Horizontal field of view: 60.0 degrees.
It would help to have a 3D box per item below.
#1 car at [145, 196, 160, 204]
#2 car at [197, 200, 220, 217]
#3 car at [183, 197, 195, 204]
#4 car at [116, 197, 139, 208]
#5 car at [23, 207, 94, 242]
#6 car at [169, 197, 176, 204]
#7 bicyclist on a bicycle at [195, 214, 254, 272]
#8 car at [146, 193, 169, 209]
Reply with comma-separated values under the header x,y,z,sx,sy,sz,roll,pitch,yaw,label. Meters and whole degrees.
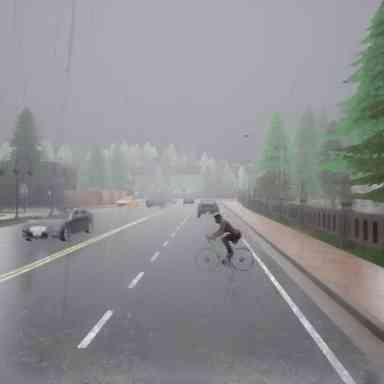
x,y,z,sx,sy,sz,roll,pitch,yaw,label
-7.543,1.538,64.227,2.033,1.411,5.357,0,0,3,car
1.519,1.500,31.178,1.837,1.490,4.892,0,0,3,car
-0.520,1.592,61.725,1.895,1.301,4.718,0,0,3,car
-9.023,1.470,47.001,1.882,1.535,5.008,0,0,11,car
-6.364,1.490,16.398,2.128,1.511,4.902,0,0,3,car
-4.110,1.591,63.135,1.895,1.301,4.718,0,0,3,car
0.901,1.440,9.299,1.656,1.620,0.582,-1,0,3,bicyclist on a bicycle
-4.942,1.214,46.620,2.150,2.045,5.566,0,0,3,car
